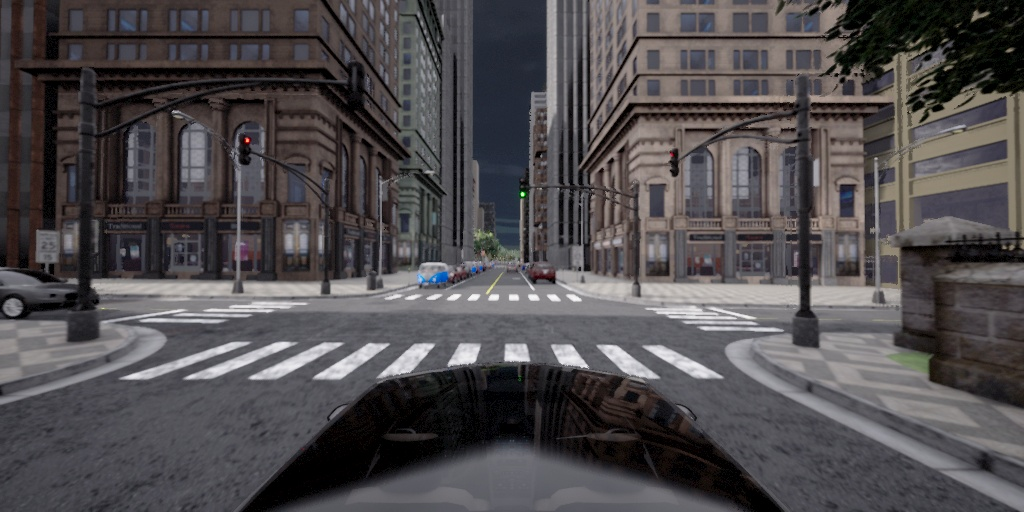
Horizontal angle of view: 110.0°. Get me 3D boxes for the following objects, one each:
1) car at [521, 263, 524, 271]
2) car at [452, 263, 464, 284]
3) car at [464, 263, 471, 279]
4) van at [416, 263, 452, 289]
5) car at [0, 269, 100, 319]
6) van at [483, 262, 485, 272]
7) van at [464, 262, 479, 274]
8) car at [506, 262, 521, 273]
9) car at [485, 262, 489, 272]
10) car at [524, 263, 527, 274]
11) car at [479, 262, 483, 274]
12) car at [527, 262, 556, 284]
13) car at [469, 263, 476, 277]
[{"bbox_3d":[2.730,2.001,53.583,2.007,1.370,4.403,0,0,0],"label":"car"},{"bbox_3d":[-5.781,1.587,31.808,1.967,1.591,4.097,0,0,0],"label":"car"},{"bbox_3d":[-5.785,1.767,37.249,1.888,1.381,4.507,0,0,0],"label":"car"},{"bbox_3d":[-5.778,1.414,26.368,1.690,1.789,3.998,0,0,0],"label":"van"},{"bbox_3d":[-16.496,1.150,11.668,4.892,1.490,1.837,1,-1,-1],"label":"car"},{"bbox_3d":[-5.799,1.868,59.012,1.690,1.789,3.998,0,0,0],"label":"van"},{"bbox_3d":[-5.792,1.715,48.130,1.690,1.789,3.998,0,0,0],"label":"van"},{"bbox_3d":[0.063,2.022,59.277,2.128,1.511,4.902,0,-1,0],"label":"car"},{"bbox_3d":[-5.802,1.918,64.453,2.192,1.841,5.009,0,0,0],"label":"car"},{"bbox_3d":[2.741,1.536,37.263,2.192,1.841,5.009,0,0,0],"label":"car"},{"bbox_3d":[-5.795,1.996,53.571,1.888,1.381,4.507,0,0,0],"label":"car"},{"bbox_3d":[2.744,1.461,31.823,2.192,1.841,5.009,0,0,0],"label":"car"},{"bbox_3d":[-5.788,1.864,42.689,1.948,1.339,4.313,0,0,0],"label":"car"}]
